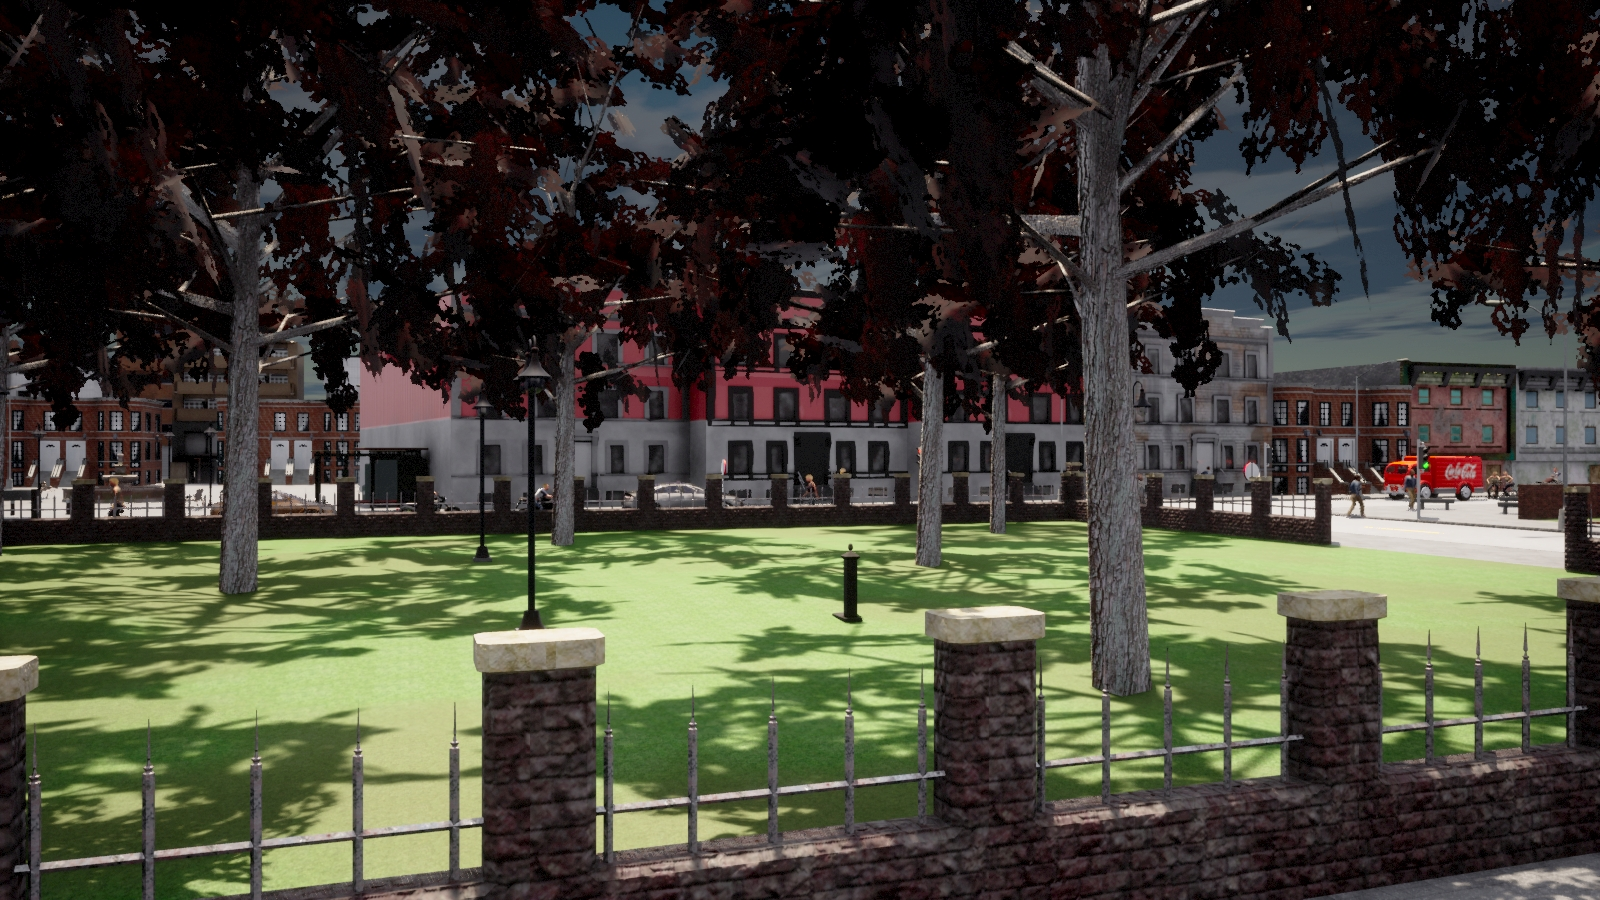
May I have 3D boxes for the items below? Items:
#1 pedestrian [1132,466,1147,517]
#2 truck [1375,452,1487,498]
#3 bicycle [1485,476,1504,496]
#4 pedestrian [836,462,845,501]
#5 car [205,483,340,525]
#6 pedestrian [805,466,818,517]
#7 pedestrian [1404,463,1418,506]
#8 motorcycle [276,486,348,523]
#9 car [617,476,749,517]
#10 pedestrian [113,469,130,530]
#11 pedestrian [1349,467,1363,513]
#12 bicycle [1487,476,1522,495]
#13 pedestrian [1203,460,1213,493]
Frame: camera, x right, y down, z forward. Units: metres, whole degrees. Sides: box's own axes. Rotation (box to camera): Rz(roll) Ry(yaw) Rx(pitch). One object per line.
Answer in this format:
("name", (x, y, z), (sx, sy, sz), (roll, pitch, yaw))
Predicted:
("pedestrian", (12.573, 1.525, 42.293), (0.375, 1.860, 0.375), (0, 0, -20))
("truck", (35.004, 1.348, 63.458), (5.204, 2.467, 2.627), (0, 0, -19))
("bicycle", (39.299, 2.036, 64.656), (0.859, 1.080, 1.487), (0, 0, 35))
("pedestrian", (1.960, 1.524, 55.351), (0.375, 1.860, 0.375), (0, 0, -4))
("car", (-18.777, 1.898, 40.895), (4.181, 1.385, 1.994), (0, 0, -18))
("pedestrian", (0.419, 1.525, 42.380), (0.375, 1.860, 0.375), (0, 0, -19))
("pedestrian", (26.975, 1.517, 50.448), (0.375, 1.860, 0.375), (0, 0, -2))
("motorcycle", (-17.611, 1.950, 41.298), (2.356, 1.277, 0.764), (0, 0, -19))
("car", (-4.677, 1.827, 45.707), (4.902, 1.511, 2.128), (0, 0, -19))
("pedestrian", (-20.841, 1.523, 35.097), (0.375, 1.860, 0.375), (0, 0, -19))
("pedestrian", (22.590, 1.629, 46.430), (0.375, 1.860, 0.375), (0, 0, -7))
("bicycle", (40.458, 2.036, 65.608), (1.487, 1.080, 0.859), (0, 0, 1))
("pedestrian", (23.097, 1.523, 64.695), (0.375, 1.860, 0.375), (0, 0, -19))
